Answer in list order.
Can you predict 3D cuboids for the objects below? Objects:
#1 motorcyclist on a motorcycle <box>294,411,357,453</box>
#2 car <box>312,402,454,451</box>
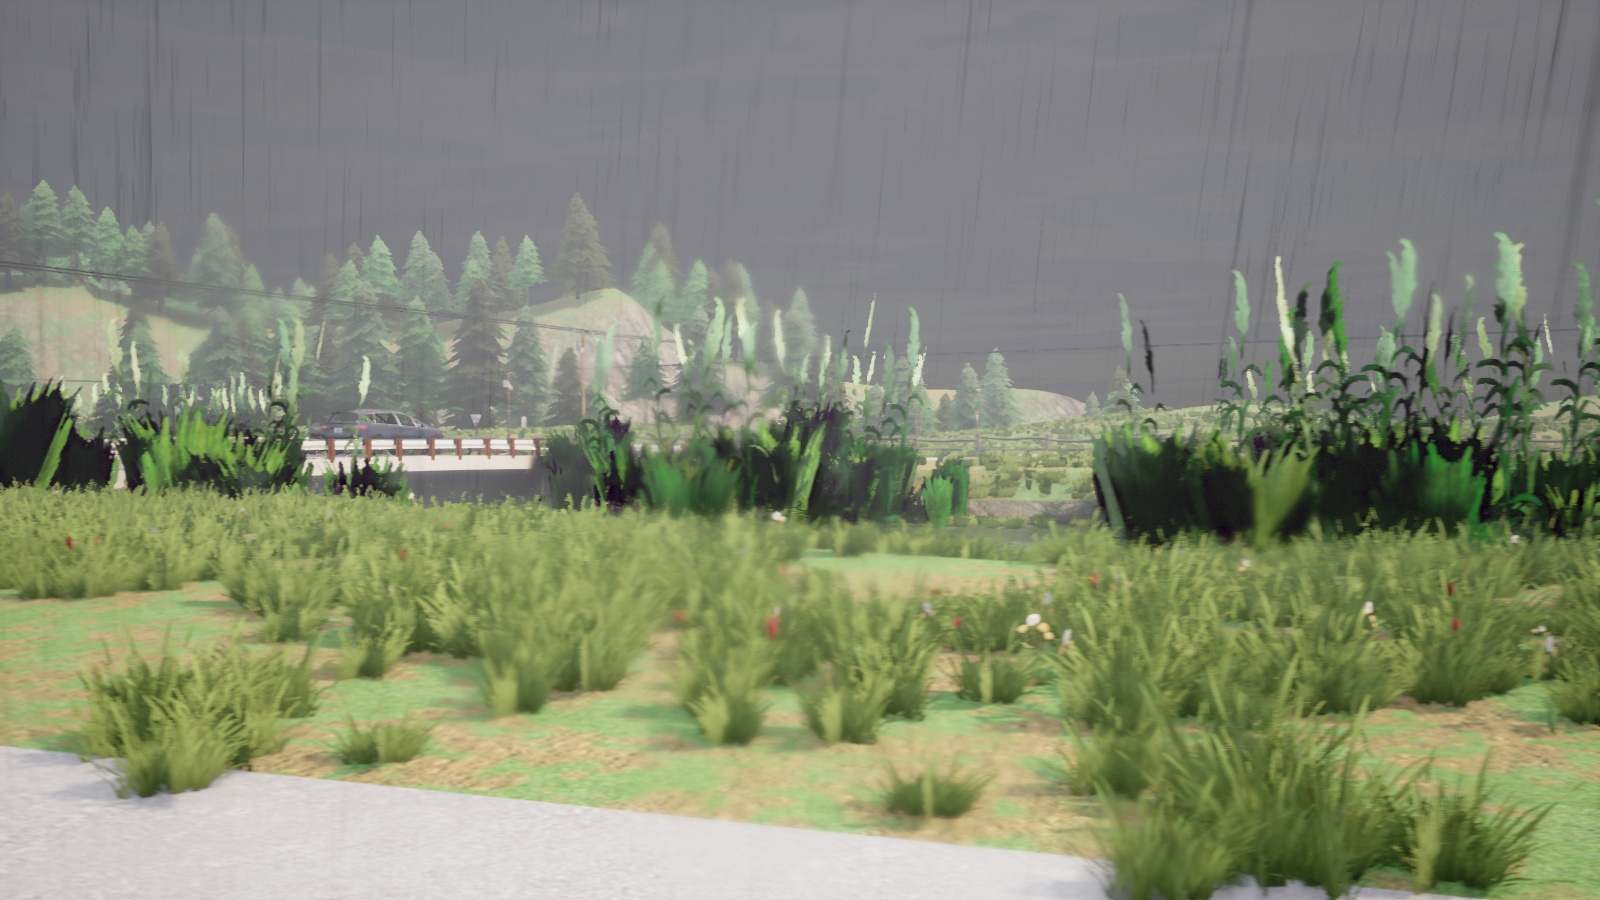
[{"bbox_3d":[-17.839,-0.662,47.275,0.866,1.530,2.191,1,0,26],"label":"motorcyclist on a motorcycle"},{"bbox_3d":[-14.935,-0.811,45.249,2.242,1.667,4.611,1,0,26],"label":"car"}]
